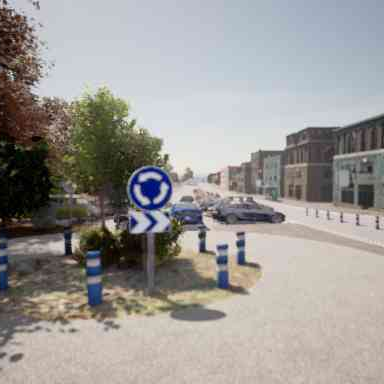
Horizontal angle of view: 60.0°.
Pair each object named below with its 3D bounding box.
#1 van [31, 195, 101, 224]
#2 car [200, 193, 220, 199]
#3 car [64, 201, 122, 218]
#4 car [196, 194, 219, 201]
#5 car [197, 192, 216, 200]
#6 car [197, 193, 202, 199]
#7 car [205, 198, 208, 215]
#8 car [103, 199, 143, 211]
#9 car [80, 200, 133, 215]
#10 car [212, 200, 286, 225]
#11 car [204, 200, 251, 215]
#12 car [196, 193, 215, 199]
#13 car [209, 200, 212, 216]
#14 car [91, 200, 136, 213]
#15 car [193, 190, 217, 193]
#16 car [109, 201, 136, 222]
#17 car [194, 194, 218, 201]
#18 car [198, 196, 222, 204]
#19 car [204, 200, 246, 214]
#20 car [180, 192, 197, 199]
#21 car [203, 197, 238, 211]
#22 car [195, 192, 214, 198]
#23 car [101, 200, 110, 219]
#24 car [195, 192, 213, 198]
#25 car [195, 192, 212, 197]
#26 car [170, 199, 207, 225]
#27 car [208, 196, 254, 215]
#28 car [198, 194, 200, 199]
[{"bbox_3d":[-8.944,1.191,22.848,4.442,1.987,1.878,1,-1,-1],"label":"van"},{"bbox_3d":[3.870,1.426,34.195,5.566,2.045,2.435,0,-1,-1],"label":"car"},{"bbox_3d":[-9.182,1.629,31.209,4.792,1.488,2.163,0,-1,-1],"label":"car"},{"bbox_3d":[3.497,1.286,75.984,5.008,1.535,2.097,0,2,-1],"label":"car"},{"bbox_3d":[3.471,1.016,81.420,4.553,1.767,2.185,0,2,-1],"label":"car"},{"bbox_3d":[3.650,1.576,56.482,4.553,1.767,2.185,0,1,-1],"label":"car"},{"bbox_3d":[3.931,1.630,31.399,5.008,1.535,2.097,0,-1,-1],"label":"car"},{"bbox_3d":[-9.282,1.734,45.033,5.008,1.535,2.097,0,0,-1],"label":"car"},{"bbox_3d":[-9.393,1.682,36.794,5.366,1.575,1.946,0,-1,-1],"label":"car"},{"bbox_3d":[4.037,1.474,23.051,4.792,1.488,2.163,0,-1,-1],"label":"car"},{"bbox_3d":[3.877,1.716,36.981,4.892,1.521,2.231,0,-1,-1],"label":"car"},{"bbox_3d":[3.405,1.065,84.330,4.892,1.521,2.231,0,2,-1],"label":"car"},{"bbox_3d":[3.951,1.539,25.834,4.792,1.488,2.163,0,-1,-1],"label":"car"},{"bbox_3d":[-9.204,1.742,39.452,4.792,1.488,2.163,0,-1,-1],"label":"car"},{"bbox_3d":[3.491,1.109,73.195,5.566,2.045,2.435,0,2,-1],"label":"car"},{"bbox_3d":[-4.130,1.512,23.715,2.033,1.411,5.357,0,-1,-1],"label":"car"},{"bbox_3d":[3.280,1.209,78.764,5.366,1.575,1.946,0,2,-1],"label":"car"},{"bbox_3d":[3.602,1.533,67.636,4.792,1.488,2.163,0,1,-1],"label":"car"},{"bbox_3d":[3.873,1.773,39.760,4.792,1.488,2.163,0,0,-1],"label":"car"},{"bbox_3d":[-0.718,1.473,52.301,2.150,2.045,5.566,0,1,0],"label":"car"},{"bbox_3d":[3.821,1.638,45.342,4.553,1.767,2.185,0,0,-1],"label":"car"},{"bbox_3d":[3.352,0.914,89.895,5.008,1.535,2.097,0,2,-1],"label":"car"},{"bbox_3d":[-9.100,1.516,25.513,4.674,1.452,2.002,0,-1,-1],"label":"car"},{"bbox_3d":[3.336,0.839,92.677,5.008,1.535,2.097,0,2,-1],"label":"car"},{"bbox_3d":[3.301,0.803,95.461,4.674,1.452,2.002,0,2,-1],"label":"car"},{"bbox_3d":[-0.450,1.397,21.251,1.882,1.535,5.008,0,-1,-5],"label":"car"},{"bbox_3d":[3.922,1.447,28.622,4.553,1.767,2.185,0,-1,-1],"label":"car"},{"bbox_3d":[3.677,1.605,53.703,4.553,1.767,2.185,0,1,-1],"label":"car"}]
